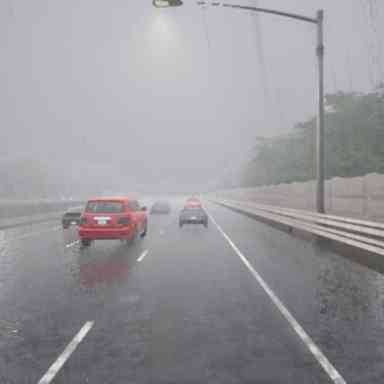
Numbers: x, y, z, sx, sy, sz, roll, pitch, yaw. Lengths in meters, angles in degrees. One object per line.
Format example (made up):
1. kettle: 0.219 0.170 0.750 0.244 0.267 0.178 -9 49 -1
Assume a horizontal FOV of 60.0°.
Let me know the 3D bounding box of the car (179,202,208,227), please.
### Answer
1. car: 0.102 1.648 23.686 1.994 1.385 4.181 0 0 0

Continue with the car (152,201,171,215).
1. car: -3.397 1.723 36.699 1.994 1.385 4.181 0 0 0

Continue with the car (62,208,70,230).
1. car: -6.898 1.578 21.800 1.837 1.490 4.892 0 0 0

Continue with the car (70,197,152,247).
1. car: -3.399 1.259 15.269 2.150 2.045 5.566 0 0 0

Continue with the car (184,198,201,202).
1. car: 0.104 1.541 41.809 2.097 1.767 4.553 0 0 0
